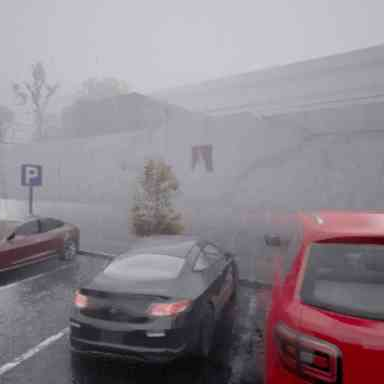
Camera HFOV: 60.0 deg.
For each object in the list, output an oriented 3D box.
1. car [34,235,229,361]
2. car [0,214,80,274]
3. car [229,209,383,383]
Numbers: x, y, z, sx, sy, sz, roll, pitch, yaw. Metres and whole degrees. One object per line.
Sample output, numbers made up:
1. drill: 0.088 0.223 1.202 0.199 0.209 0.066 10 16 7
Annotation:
1. car: -0.299 1.507 6.005 2.002 1.452 4.674 0 -1 15
2. car: -5.164 1.448 9.443 2.163 1.488 4.792 1 0 16
3. car: 2.141 1.236 4.307 2.435 2.045 5.566 0 -1 15
